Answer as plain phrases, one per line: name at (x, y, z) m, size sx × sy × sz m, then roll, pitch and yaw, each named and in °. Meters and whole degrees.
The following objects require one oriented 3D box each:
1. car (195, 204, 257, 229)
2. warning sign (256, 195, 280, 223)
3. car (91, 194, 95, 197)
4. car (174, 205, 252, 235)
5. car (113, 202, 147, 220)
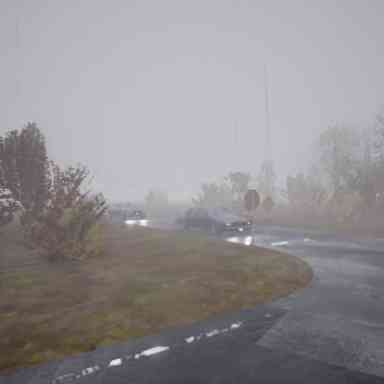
car at (2.229, 1.589, 22.791) m, size 1.994 × 1.385 × 4.181 m, roll 0°, pitch 0°, yaw -33°
warning sign at (5.308, 1.150, 23.264) m, size 1.300 × 1.860 × 1.060 m, roll 0°, pitch 0°, yaw -36°
car at (-13.561, 1.273, 45.158) m, size 2.150 × 2.045 × 5.566 m, roll 0°, pitch 0°, yaw -35°
car at (1.002, 1.559, 19.397) m, size 2.033 × 1.411 × 5.357 m, roll 0°, pitch 0°, yaw -35°
car at (-5.586, 1.586, 28.609) m, size 1.994 × 1.385 × 4.181 m, roll 0°, pitch 0°, yaw -35°
